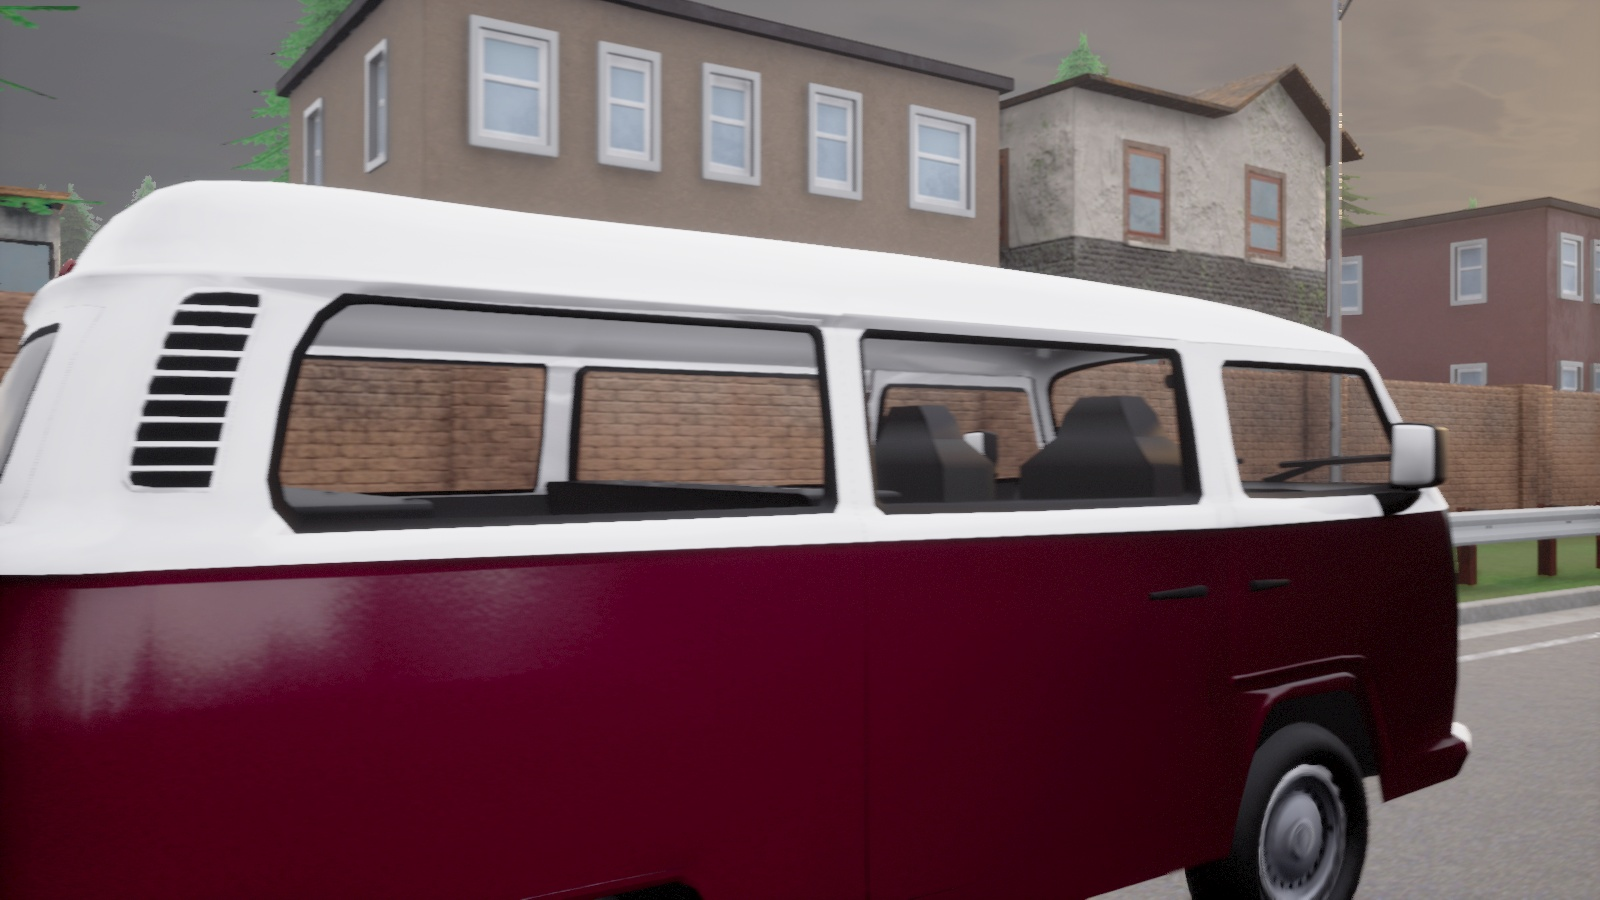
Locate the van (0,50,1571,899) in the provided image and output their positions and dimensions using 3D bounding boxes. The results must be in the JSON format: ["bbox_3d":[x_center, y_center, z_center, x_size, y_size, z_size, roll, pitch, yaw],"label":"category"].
[{"bbox_3d":[0.131,0.480,3.751,4.480,2.038,2.069,0,0,-35],"label":"van"}]
